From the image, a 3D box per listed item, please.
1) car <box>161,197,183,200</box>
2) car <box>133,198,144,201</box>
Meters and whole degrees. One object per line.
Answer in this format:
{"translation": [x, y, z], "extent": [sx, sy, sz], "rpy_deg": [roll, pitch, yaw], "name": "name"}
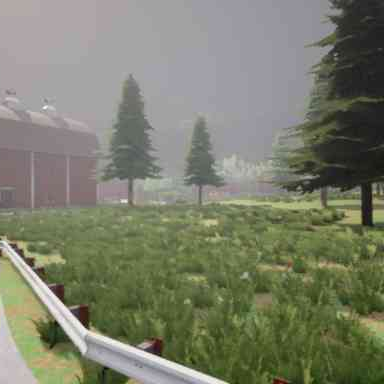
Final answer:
{"translation": [-3.039, 1.959, 61.407], "extent": [1.837, 1.490, 4.892], "rpy_deg": [-1, -1, 36], "name": "car"}
{"translation": [-15.011, 2.264, 91.843], "extent": [1.816, 1.474, 4.193], "rpy_deg": [-1, 0, 35], "name": "car"}
